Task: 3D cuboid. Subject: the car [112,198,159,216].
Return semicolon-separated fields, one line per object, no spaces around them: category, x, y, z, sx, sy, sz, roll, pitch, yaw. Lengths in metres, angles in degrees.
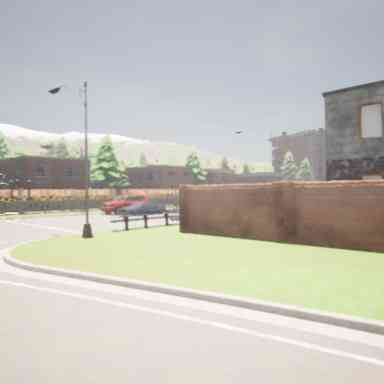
car;-4.844;1.636;33.168;2.033;1.411;5.357;-1;0;42

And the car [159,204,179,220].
car;-0.111;1.527;27.973;1.837;1.490;4.892;-1;1;42

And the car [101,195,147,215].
car;-7.073;1.337;35.918;2.150;2.045;5.566;-1;0;42
